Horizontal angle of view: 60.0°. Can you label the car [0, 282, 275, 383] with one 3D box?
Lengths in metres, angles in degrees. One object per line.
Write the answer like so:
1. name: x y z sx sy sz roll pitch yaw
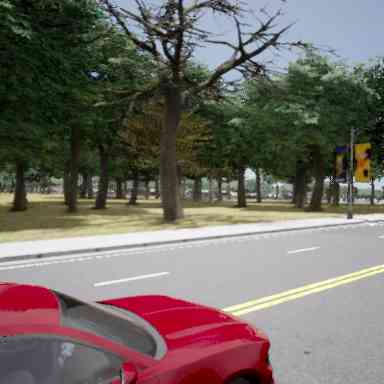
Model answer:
1. car: -1.495 1.472 2.422 5.008 1.535 1.882 0 0 -36
